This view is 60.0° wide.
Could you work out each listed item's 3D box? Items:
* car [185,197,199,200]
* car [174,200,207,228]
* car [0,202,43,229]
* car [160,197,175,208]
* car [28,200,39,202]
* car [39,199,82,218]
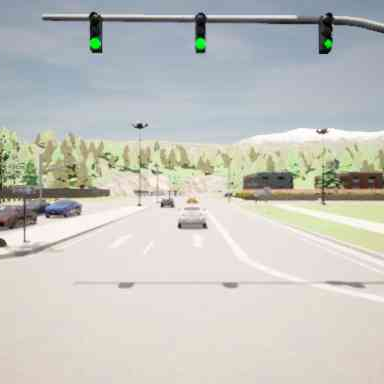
[{"bbox_3d":[0.013,1.432,48.167,1.882,1.535,5.008,0,0,0],"label":"car"},{"bbox_3d":[0.002,1.505,21.977,1.812,1.442,4.674,0,0,0],"label":"car"},{"bbox_3d":[-11.580,1.544,21.158,1.994,1.385,4.181,0,0,0],"label":"car"},{"bbox_3d":[-3.488,1.447,47.980,2.128,1.511,4.902,0,0,0],"label":"car"},{"bbox_3d":[-14.996,1.517,32.037,2.033,1.411,5.357,0,0,0],"label":"car"},{"bbox_3d":[-11.519,1.449,30.123,1.882,1.535,5.008,0,0,1],"label":"car"}]
